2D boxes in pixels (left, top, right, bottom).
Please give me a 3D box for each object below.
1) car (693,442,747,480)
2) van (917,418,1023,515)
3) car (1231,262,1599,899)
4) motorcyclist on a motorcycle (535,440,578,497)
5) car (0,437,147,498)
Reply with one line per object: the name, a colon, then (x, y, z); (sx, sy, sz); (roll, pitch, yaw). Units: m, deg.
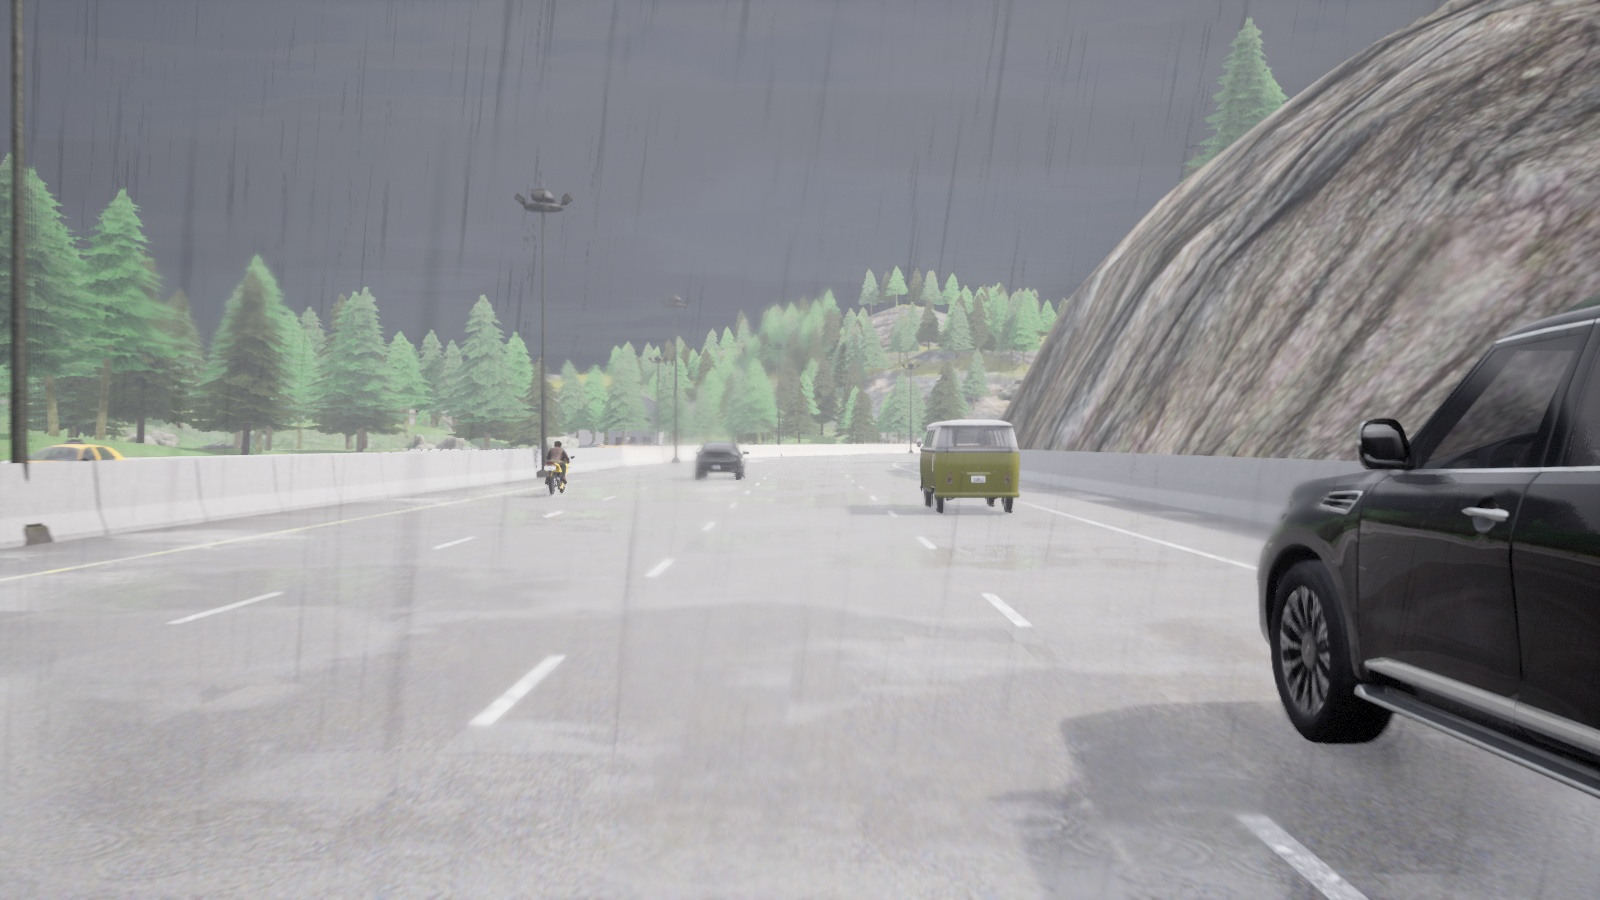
car: (-3.196, 0.417, 51.092); (1.837, 1.490, 4.892); (0, 0, 0)
van: (3.673, 0.322, 27.816); (1.775, 1.987, 4.442); (0, 0, 0)
car: (3.541, 0.439, 4.431); (2.150, 2.045, 5.566); (0, 0, 0)
motorcyclist on a motorcycle: (-6.787, 0.495, 35.096); (0.797, 1.523, 2.044); (0, 0, 0)
car: (-20.784, 0.438, 35.554); (1.801, 1.575, 5.366); (0, 0, 0)
